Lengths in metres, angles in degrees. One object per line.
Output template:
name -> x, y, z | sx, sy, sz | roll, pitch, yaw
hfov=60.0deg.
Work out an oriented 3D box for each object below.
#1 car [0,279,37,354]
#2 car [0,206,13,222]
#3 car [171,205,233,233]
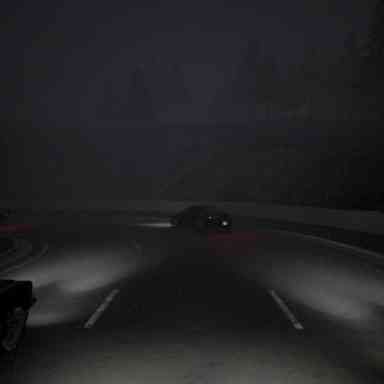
car -> -3.379, 1.591, 3.128 | 1.895, 1.301, 4.718 | 0, 0, 0
car -> -14.938, 1.463, 22.996 | 4.674, 1.442, 1.812 | 0, 0, -5
car -> 0.506, 1.481, 19.576 | 1.812, 1.442, 4.674 | 1, 0, -32
